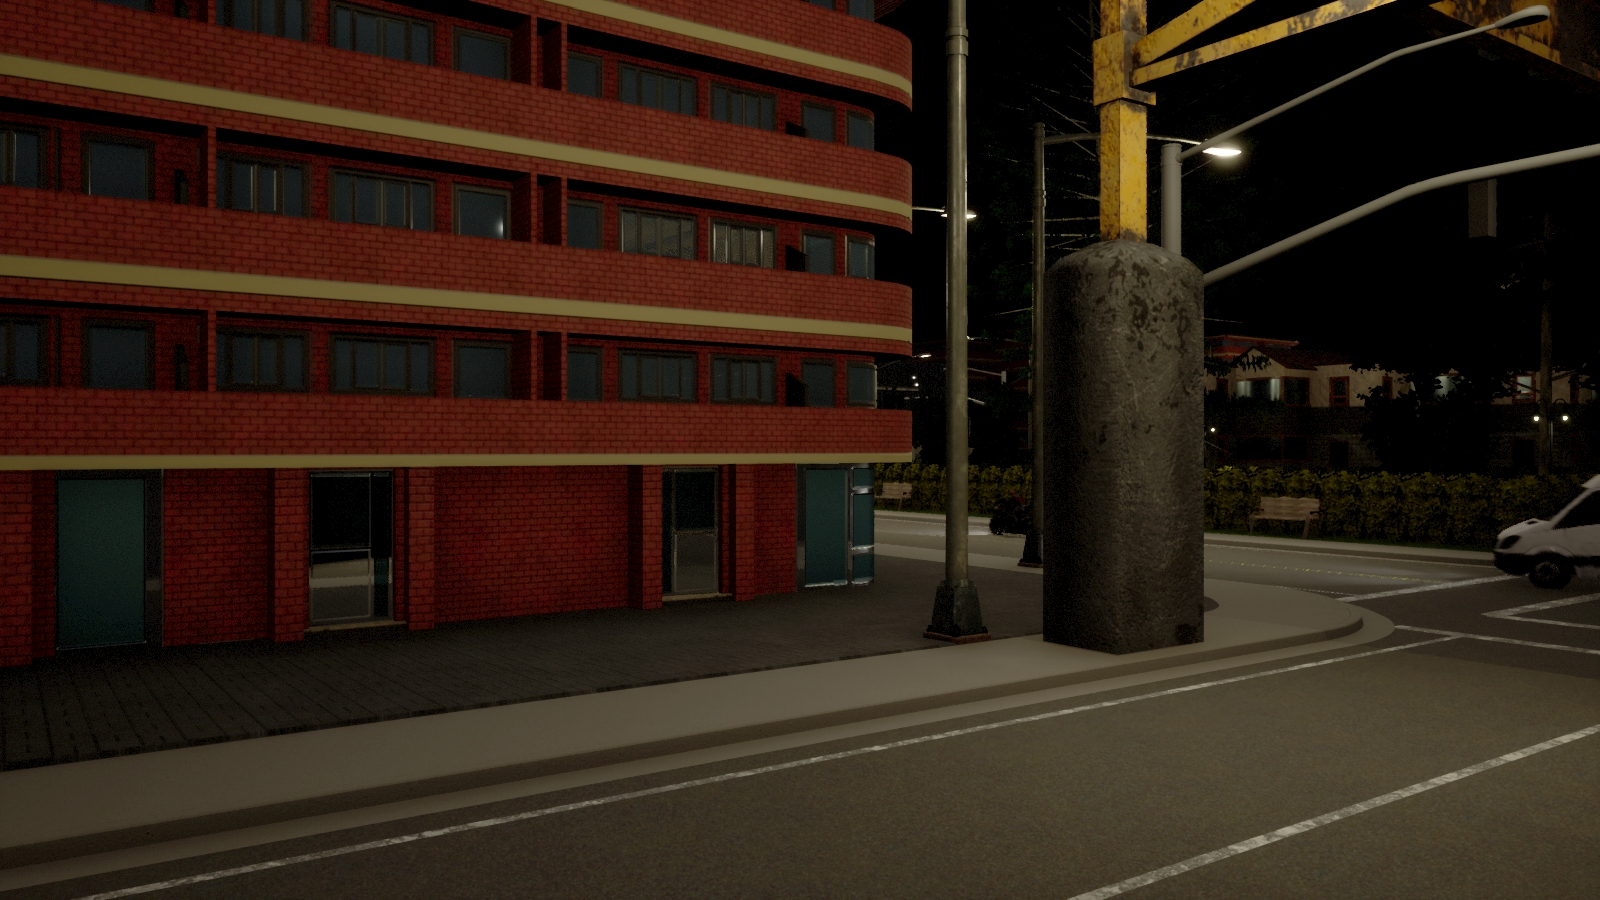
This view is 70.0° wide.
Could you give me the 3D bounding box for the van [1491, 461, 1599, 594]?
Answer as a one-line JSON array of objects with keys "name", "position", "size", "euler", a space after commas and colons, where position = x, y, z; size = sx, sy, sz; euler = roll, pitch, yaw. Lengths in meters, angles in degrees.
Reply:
[{"name": "van", "position": [17.133, 1.522, 22.509], "size": [5.915, 2.561, 1.988], "euler": [0, 1, 35]}]
